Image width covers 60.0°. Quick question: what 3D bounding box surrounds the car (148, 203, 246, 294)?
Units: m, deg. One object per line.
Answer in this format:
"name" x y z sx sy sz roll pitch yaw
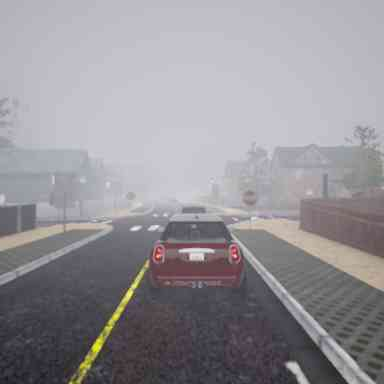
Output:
"car" 0.098 1.348 8.946 2.097 1.767 4.553 0 0 0

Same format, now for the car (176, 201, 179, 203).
"car" 0.096 1.497 19.363 1.837 1.490 4.892 0 0 0

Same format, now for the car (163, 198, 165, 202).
"car" -5.836 1.797 80.506 1.812 1.442 4.674 0 -1 -12

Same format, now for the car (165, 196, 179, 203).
"car" -3.953 1.801 71.014 1.994 1.385 4.181 0 -1 -10

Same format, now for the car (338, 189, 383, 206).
"car" 14.465 0.841 27.957 5.566 2.045 2.150 -1 0 0
